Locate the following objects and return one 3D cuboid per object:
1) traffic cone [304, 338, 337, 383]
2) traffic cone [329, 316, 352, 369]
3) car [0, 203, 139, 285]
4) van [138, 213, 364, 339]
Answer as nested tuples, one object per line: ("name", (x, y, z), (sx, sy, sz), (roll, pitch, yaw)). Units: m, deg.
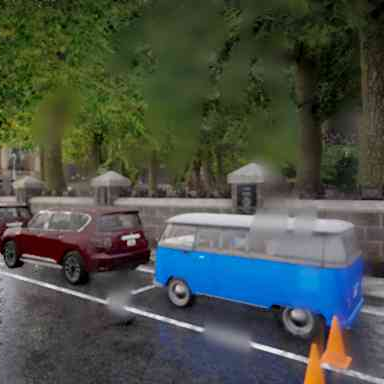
("traffic cone", (1.336, 1.957, 3.631), (0.340, 0.580, 0.340), (0, 0, 35))
("traffic cone", (1.916, 1.956, 4.445), (0.340, 0.580, 0.340), (0, 0, 35))
("car", (-3.428, 1.319, 9.528), (5.009, 1.841, 2.192), (0, 0, 35))
("van", (1.071, 1.343, 6.323), (3.998, 1.788, 1.690), (0, 0, 35))
